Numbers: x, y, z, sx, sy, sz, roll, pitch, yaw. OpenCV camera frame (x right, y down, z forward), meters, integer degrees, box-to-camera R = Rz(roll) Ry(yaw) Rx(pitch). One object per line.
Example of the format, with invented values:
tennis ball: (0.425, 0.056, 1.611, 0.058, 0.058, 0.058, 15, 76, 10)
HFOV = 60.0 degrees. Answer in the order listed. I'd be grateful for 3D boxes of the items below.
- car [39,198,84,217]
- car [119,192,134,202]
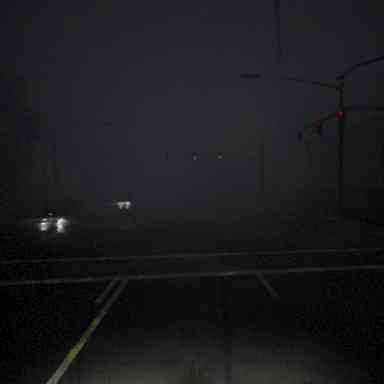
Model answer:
car: (-10.500, 1.223, 27.306, 2.033, 1.411, 5.357, 0, 1, 0)
car: (-10.501, 0.733, 53.505, 2.128, 1.511, 4.902, 0, 1, 0)
